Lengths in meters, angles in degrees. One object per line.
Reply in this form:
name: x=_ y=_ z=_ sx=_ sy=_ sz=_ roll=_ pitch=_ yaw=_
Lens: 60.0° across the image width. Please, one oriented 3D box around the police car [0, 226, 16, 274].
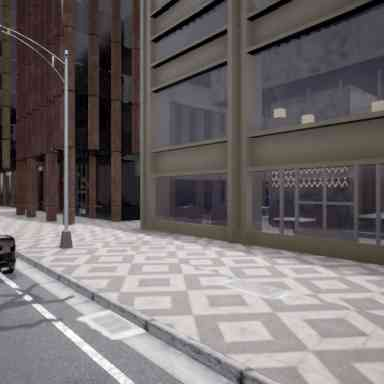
police car: x=-6.705 y=1.424 z=9.787 sx=1.930 sy=1.638 sz=5.238 roll=0 pitch=0 yaw=-41
